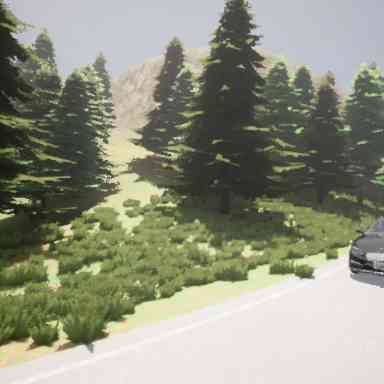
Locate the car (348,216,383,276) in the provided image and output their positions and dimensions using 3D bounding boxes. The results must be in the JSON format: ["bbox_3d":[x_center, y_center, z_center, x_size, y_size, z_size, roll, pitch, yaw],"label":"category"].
[{"bbox_3d":[6.097,1.479,9.686,2.128,1.511,4.902,1,1,41],"label":"car"}]
